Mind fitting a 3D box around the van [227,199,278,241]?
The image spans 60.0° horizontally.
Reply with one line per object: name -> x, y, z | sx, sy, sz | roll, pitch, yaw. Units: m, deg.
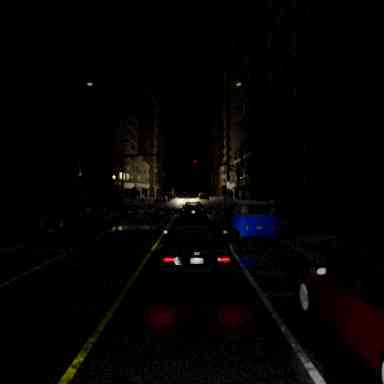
van -> 2.856, 1.270, 15.897 | 1.690, 1.788, 3.998 | 0, 0, 0

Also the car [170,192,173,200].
car -> -5.668, 1.203, 70.448 | 1.887, 1.381, 4.507 | 0, 0, 0

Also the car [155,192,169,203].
car -> -5.668, 1.235, 59.376 | 1.752, 1.417, 4.829 | 0, 0, 0

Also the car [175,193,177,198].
car -> -5.667, 1.139, 86.800 | 2.008, 1.369, 4.403 | 0, 0, 0

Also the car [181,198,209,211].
car -> 0.102, 1.440, 26.466 | 1.994, 1.385, 4.181 | 0, 0, 0

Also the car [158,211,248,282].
car -> 0.101, 1.505, 9.622 | 2.033, 1.411, 5.357 | 0, 0, 0

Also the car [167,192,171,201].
car -> -5.668, 1.234, 64.996 | 2.008, 1.369, 4.403 | 0, 0, 0

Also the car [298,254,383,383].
car -> 2.856, 1.525, 4.577 | 1.887, 1.381, 4.507 | 0, 0, 0

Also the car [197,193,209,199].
car -> 2.857, 1.074, 75.934 | 1.967, 1.590, 4.097 | 0, 0, 0

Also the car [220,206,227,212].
car -> 2.857, 1.468, 21.558 | 1.947, 1.339, 4.313 | 0, 0, 0

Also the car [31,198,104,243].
car -> -5.668, 1.244, 15.857 | 2.192, 1.841, 5.009 | 0, 0, 0
